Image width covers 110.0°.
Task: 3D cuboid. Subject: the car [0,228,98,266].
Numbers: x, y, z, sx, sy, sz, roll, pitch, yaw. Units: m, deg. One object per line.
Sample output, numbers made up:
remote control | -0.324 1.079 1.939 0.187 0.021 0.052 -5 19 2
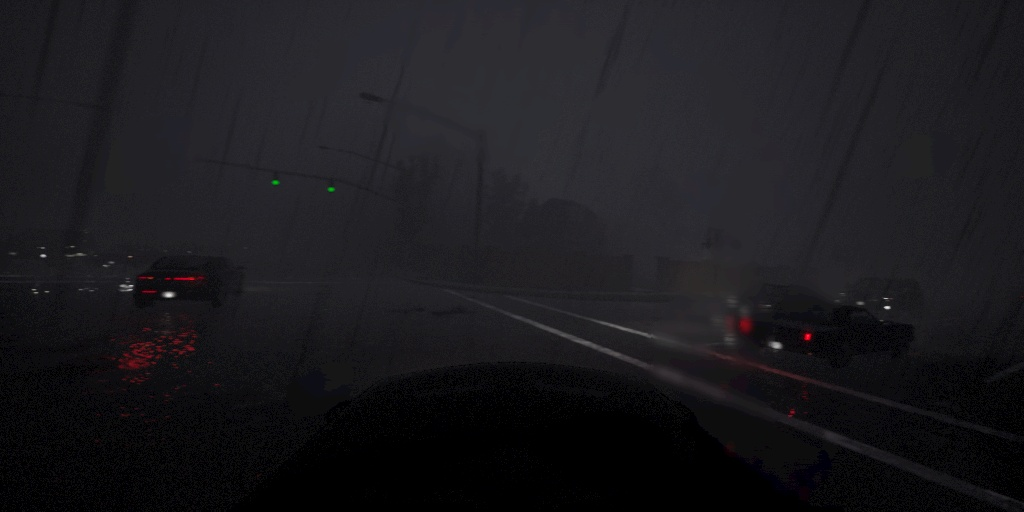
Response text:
car | -26.649 -0.573 20.768 2.150 2.045 5.566 3 0 -27

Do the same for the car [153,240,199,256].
car | -35.080 -0.912 37.660 2.033 1.411 5.357 3 1 -27

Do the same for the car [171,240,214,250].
car | -27.625 -0.441 30.542 1.882 1.535 5.008 3 1 -26

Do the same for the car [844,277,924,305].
car | 20.170 2.192 19.514 5.566 2.045 2.150 3 0 -28

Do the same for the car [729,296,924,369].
car | 8.032 1.852 9.106 4.718 1.301 1.895 3 0 -25

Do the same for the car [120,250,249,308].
car | -10.081 0.710 11.589 1.837 1.490 4.892 3 0 -27

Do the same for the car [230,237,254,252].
car | -36.849 -1.504 48.982 2.150 2.045 5.566 3 1 -27

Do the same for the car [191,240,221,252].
car | -39.441 -1.293 46.319 1.994 1.385 4.181 3 1 -27

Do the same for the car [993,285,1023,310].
car | 43.368 3.545 30.246 2.150 2.045 5.566 3 0 37

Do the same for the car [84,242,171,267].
car | -23.445 -0.006 22.130 1.895 1.301 4.718 3 0 -27

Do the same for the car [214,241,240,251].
car | -32.204 -0.697 39.713 1.895 1.301 4.718 3 1 -27

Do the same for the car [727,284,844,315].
car | 10.800 1.913 14.470 4.902 1.511 2.128 3 0 -28
